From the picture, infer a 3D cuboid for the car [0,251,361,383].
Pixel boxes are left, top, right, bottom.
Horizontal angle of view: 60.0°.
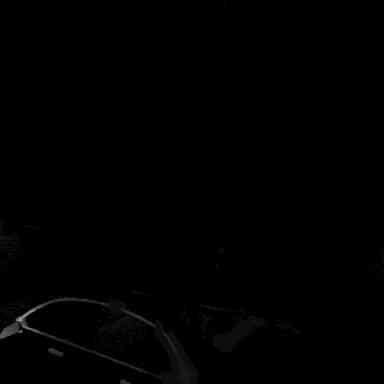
[{"bbox_3d":[-0.669,1.538,3.438,4.403,1.369,2.008,0,0,35],"label":"car"}]
